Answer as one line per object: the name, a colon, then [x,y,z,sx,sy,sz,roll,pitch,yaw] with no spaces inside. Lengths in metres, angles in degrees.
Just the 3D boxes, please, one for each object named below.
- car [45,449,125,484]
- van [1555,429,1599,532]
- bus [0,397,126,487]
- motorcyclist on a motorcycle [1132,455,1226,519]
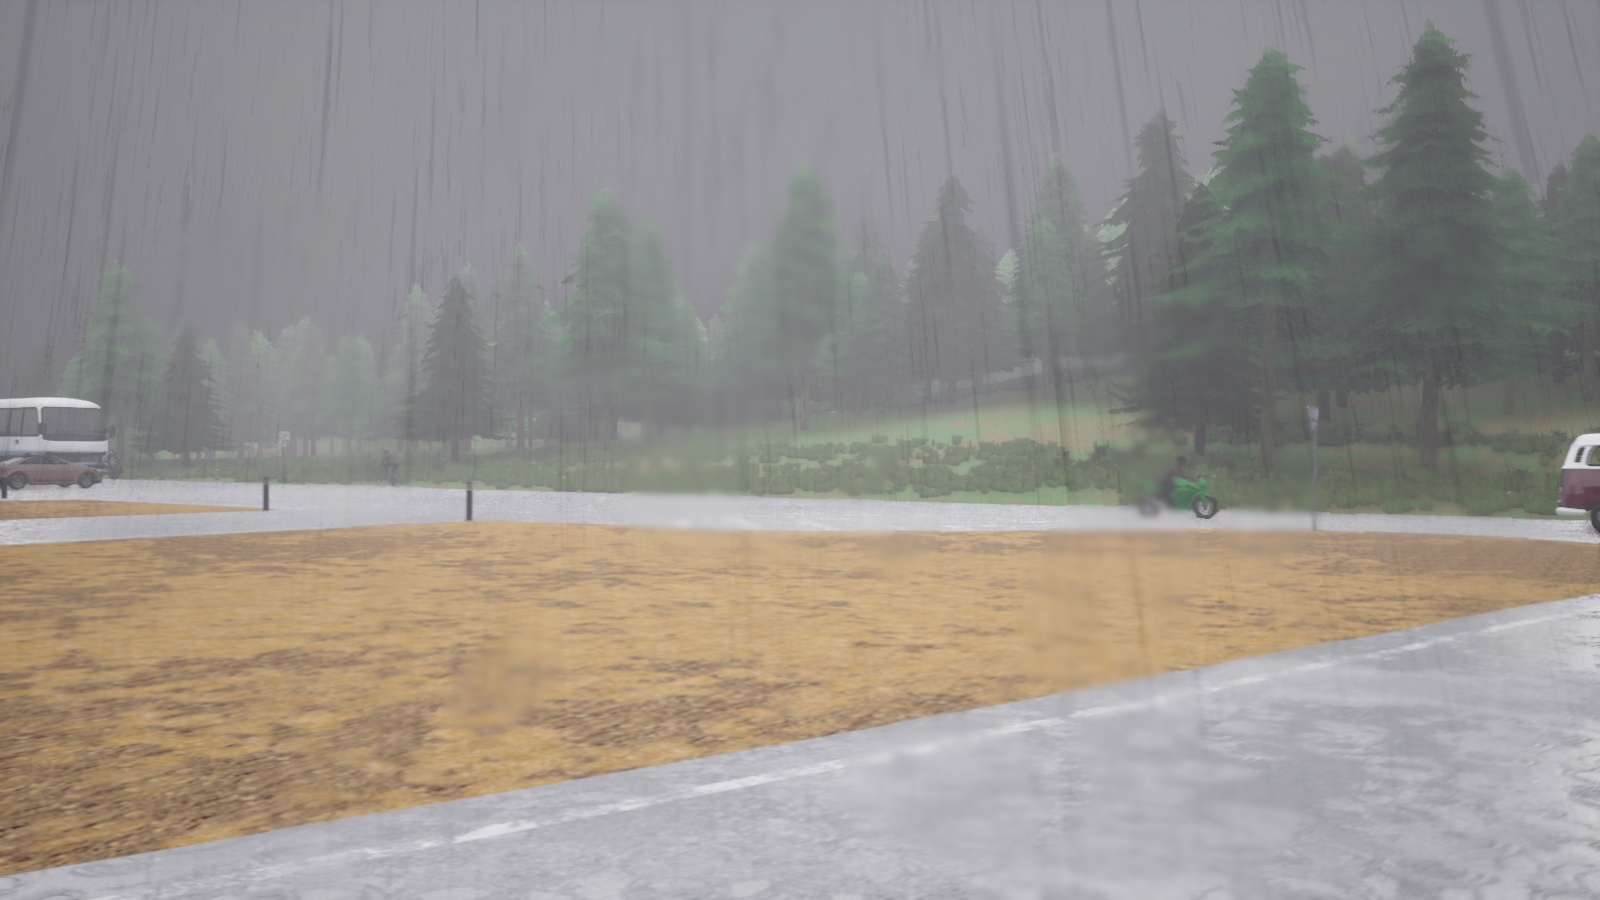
car: [-38.661,0.864,67.867,4.605,1.855,1.932,0,0,35]
van: [17.657,0.604,24.884,4.480,2.038,2.069,0,0,35]
bus: [-38.882,-0.349,63.777,10.273,4.253,3.944,0,0,35]
motorcyclist on a motorcycle: [9.245,0.886,30.669,2.044,1.523,0.797,0,0,35]
